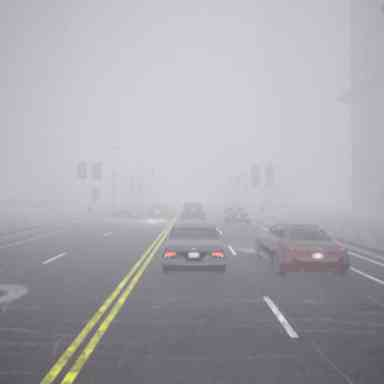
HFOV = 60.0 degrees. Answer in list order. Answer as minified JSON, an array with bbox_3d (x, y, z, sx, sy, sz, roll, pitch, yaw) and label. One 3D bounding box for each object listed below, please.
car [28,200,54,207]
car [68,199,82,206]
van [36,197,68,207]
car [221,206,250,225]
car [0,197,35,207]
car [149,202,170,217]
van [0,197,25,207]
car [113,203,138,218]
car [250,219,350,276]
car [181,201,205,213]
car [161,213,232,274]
[{"bbox_3d":[-29.257,2.138,64.548,4.206,1.307,1.802,0,-1,0],"label":"car"},{"bbox_3d":[-23.579,2.111,64.551,4.403,1.369,2.008,0,-1,0],"label":"car"},{"bbox_3d":[-23.573,1.802,56.029,3.998,1.788,1.690,0,-1,0],"label":"van"},{"bbox_3d":[3.312,1.773,25.841,2.033,1.411,5.357,0,0,0],"label":"car"},{"bbox_3d":[-29.250,1.772,56.027,5.009,1.841,2.192,0,-1,0],"label":"car"},{"bbox_3d":[-3.344,1.796,34.776,2.128,1.511,4.902,0,-1,0],"label":"car"},{"bbox_3d":[-34.934,1.894,64.548,3.998,1.788,1.690,0,-1,0],"label":"van"},{"bbox_3d":[-6.595,1.816,33.360,1.812,1.442,4.674,0,-1,0],"label":"car"},{"bbox_3d":[3.313,1.658,10.712,1.994,1.385,4.181,0,0,0],"label":"car"},{"bbox_3d":[0.079,1.613,29.859,2.097,1.767,4.553,0,0,0],"label":"car"},{"bbox_3d":[0.066,1.643,10.824,2.033,1.411,5.357,0,0,0],"label":"car"}]
